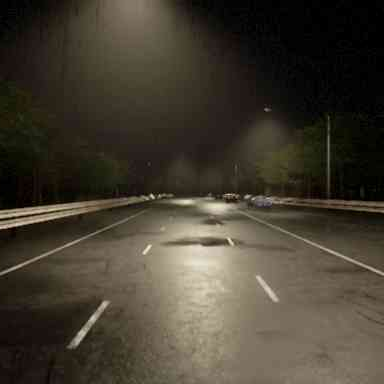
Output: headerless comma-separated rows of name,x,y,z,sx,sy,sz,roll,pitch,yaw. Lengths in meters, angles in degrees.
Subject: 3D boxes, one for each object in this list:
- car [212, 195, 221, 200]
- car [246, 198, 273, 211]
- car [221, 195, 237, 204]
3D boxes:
car,7.038,1.356,88.718,1.994,1.385,4.181,0,0,0
car,8.064,1.456,40.195,2.033,1.411,5.357,0,0,-6
car,6.915,1.335,59.184,2.128,1.511,4.902,0,0,1
